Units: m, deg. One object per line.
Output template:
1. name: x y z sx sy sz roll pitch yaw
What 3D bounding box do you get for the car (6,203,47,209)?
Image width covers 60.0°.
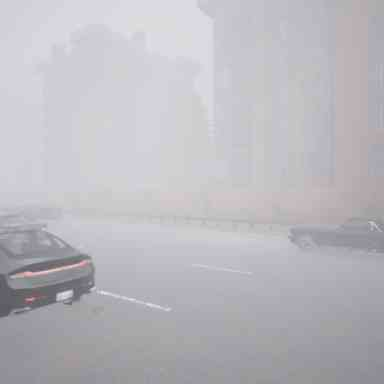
1. car: -11.275 1.563 20.649 4.181 1.385 1.994 0 0 35

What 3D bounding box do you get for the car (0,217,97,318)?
1. car: -4.069 1.492 6.900 4.902 1.511 2.128 0 0 36

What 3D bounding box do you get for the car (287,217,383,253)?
1. car: 6.123 1.601 12.523 4.718 1.301 1.895 0 0 36

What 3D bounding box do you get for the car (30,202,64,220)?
1. car: -11.870 1.477 25.374 5.008 1.535 1.882 0 0 36

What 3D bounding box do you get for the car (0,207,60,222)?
1. car: -8.219 1.548 14.166 5.357 1.411 2.033 0 0 36
